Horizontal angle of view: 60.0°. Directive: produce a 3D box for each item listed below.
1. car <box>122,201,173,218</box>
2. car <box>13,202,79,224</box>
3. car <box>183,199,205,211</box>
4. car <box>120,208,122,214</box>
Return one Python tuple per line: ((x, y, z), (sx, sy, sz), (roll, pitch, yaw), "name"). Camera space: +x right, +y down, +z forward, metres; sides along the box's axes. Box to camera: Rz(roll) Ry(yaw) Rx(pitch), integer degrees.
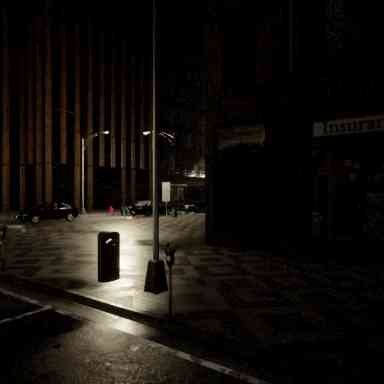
((-3.688, 1.577, 30.847), (2.128, 1.511, 4.902), (0, 0, 35), "car")
((-11.184, 1.568, 25.791), (1.837, 1.490, 4.892), (0, 0, 35), "car")
((0.764, 1.629, 42.662), (2.128, 1.511, 4.902), (0, 0, 35), "car")
((-5.251, 1.626, 34.184), (1.812, 1.442, 4.674), (0, 0, 36), "car")
